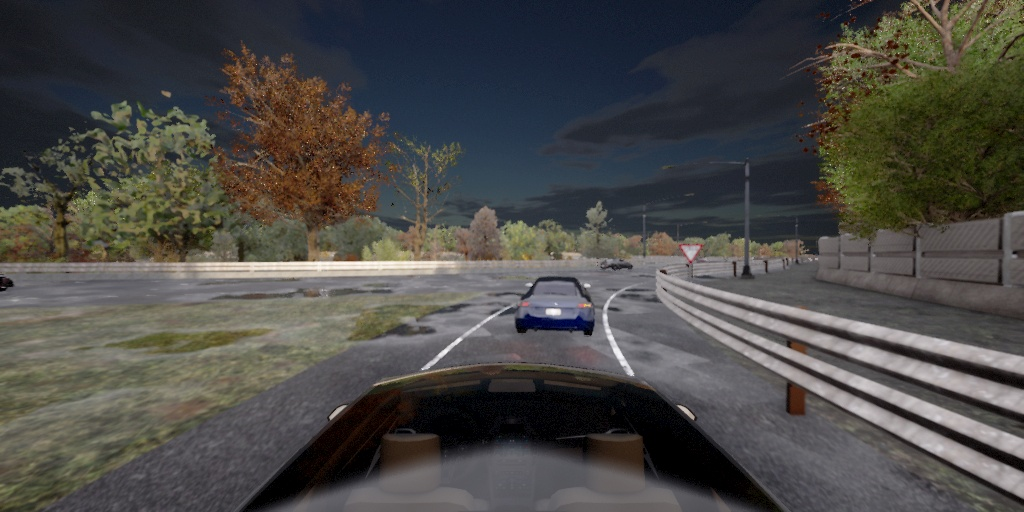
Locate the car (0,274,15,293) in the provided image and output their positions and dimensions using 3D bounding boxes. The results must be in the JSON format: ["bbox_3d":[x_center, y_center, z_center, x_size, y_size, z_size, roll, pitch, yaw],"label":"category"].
[{"bbox_3d":[-26.118,1.055,16.351,4.181,1.385,1.994,0,0,-12],"label":"car"}]

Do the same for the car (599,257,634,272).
[{"bbox_3d":[12.202,0.958,41.930,4.674,1.442,1.812,0,0,-35],"label":"car"}]

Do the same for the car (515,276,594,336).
[{"bbox_3d":[1.298,1.266,10.338,1.994,1.385,4.181,0,0,10],"label":"car"}]
